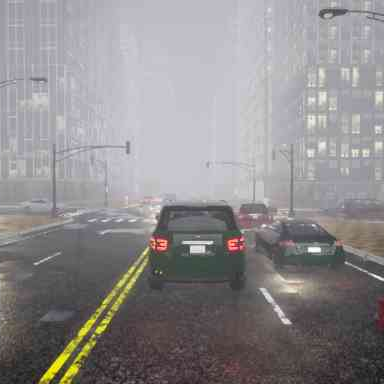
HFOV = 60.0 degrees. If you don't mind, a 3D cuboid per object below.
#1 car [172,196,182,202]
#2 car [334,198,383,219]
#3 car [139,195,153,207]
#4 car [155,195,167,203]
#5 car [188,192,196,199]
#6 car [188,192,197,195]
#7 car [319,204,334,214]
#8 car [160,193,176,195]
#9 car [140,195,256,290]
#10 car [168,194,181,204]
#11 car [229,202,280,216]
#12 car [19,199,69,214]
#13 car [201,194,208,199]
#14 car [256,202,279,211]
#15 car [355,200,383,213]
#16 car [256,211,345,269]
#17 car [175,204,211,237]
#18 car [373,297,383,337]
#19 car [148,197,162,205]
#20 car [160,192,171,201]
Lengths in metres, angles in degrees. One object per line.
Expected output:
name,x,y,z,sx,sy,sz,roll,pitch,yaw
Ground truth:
car,-3.165,1.532,71.635,1.895,1.301,4.718,0,0,0
car,16.237,1.517,30.448,5.009,1.841,2.192,1,0,1
car,-6.563,1.316,49.986,2.097,1.767,4.553,0,0,1
car,-6.417,1.417,69.230,1.882,1.535,5.008,0,0,0
car,0.110,0.963,91.704,2.150,2.045,5.566,0,0,0
car,0.098,1.439,81.675,1.812,1.442,4.674,0,0,0
car,16.766,1.660,36.224,5.357,1.411,2.033,0,1,1
car,-3.301,1.183,51.771,2.150,2.045,5.566,0,0,-1
car,0.113,1.217,9.218,2.150,2.045,5.566,0,0,0
car,-3.240,1.302,61.582,2.097,1.767,4.553,0,0,0
car,6.204,1.673,33.213,4.718,1.301,1.895,1,1,1
car,-14.953,1.406,33.709,4.674,1.442,1.812,1,1,-1
car,3.360,1.216,91.670,1.882,1.535,5.008,0,0,0
car,3.373,1.341,19.762,2.097,1.767,4.553,0,0,0
car,21.856,1.641,38.728,4.829,1.417,1.752,1,0,1
car,3.363,1.558,11.148,1.994,1.385,4.181,0,0,0
car,0.119,1.515,18.900,1.812,1.442,4.674,0,0,2
car,3.353,1.600,2.323,1.895,1.301,4.718,0,0,0
car,-6.502,1.554,58.975,1.895,1.301,4.718,0,0,0
car,-6.405,1.150,79.800,2.150,2.045,5.566,0,0,0
